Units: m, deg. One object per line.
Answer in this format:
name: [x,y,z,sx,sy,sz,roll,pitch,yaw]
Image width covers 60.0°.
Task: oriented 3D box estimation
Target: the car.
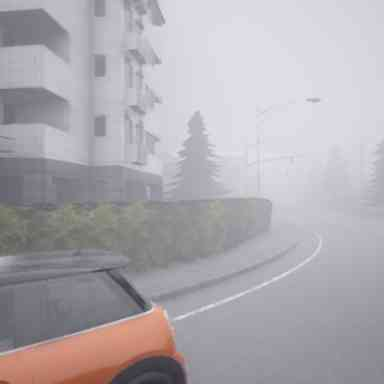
car: [-2.298,1.400,2.625,4.553,1.767,2.097,1,-1,-38]
